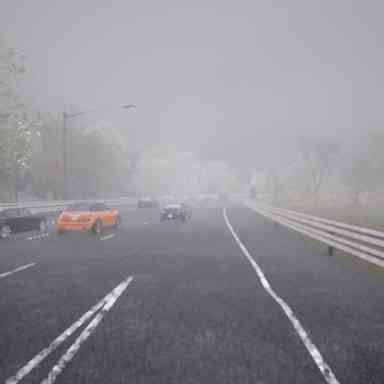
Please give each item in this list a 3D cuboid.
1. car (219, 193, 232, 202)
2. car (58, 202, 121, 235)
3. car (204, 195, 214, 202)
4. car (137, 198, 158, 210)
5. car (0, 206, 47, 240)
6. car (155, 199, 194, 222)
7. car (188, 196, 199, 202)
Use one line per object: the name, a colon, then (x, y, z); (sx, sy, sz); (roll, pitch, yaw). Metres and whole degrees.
car: (7.631, 1.303, 78.932); (2.150, 2.045, 5.566); (0, 0, 12)
car: (-5.690, 1.355, 19.004); (2.097, 1.767, 4.553); (0, 0, 7)
car: (3.990, 1.574, 78.608); (1.837, 1.490, 4.892); (0, 0, 12)
car: (-5.733, 1.503, 44.019); (1.882, 1.535, 5.008); (0, 0, 9)
car: (-9.445, 1.475, 17.085); (1.882, 1.535, 5.008); (0, 0, 7)
car: (-1.241, 1.541, 26.103); (1.812, 1.442, 4.674); (0, 0, 8)
car: (0.360, 1.595, 78.320); (2.128, 1.511, 4.902); (0, 0, 11)
